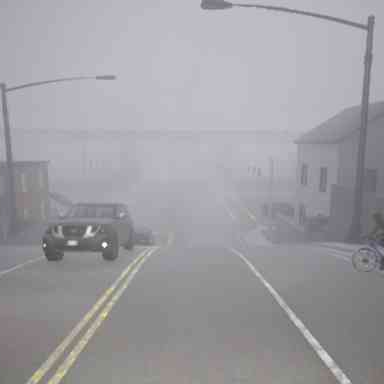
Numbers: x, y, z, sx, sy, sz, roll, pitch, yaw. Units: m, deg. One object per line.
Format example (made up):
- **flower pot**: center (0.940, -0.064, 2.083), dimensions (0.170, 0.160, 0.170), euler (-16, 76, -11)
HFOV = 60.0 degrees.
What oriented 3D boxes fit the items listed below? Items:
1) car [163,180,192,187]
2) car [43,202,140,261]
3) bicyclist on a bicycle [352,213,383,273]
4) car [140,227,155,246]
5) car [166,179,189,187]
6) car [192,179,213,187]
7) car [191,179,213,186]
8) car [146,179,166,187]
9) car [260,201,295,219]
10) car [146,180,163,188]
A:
- **car**: center (-3.183, -1.851, 72.406), dimensions (4.974, 1.542, 2.038), euler (-6, 10, -36)
- **car**: center (-3.629, 1.386, 12.793), dimensions (2.150, 2.045, 5.566), euler (0, -4, -1)
- **bicyclist on a bicycle**: center (5.132, 1.382, 8.931), dimensions (1.656, 1.620, 0.582), euler (0, 1, 1)
- **car**: center (-3.764, 3.207, 23.582), dimensions (1.882, 1.535, 5.008), euler (0, -12, -1)
- **car**: center (-3.142, -2.011, 72.414), dimensions (4.536, 1.218, 1.853), euler (-6, 10, -36)
- **car**: center (2.183, -1.970, 73.191), dimensions (4.974, 1.542, 2.038), euler (5, 10, 28)
- **car**: center (2.137, -2.130, 73.193), dimensions (4.536, 1.218, 1.853), euler (5, 10, 28)
- **car**: center (-7.830, -2.007, 72.404), dimensions (4.536, 1.218, 1.853), euler (8, 12, 43)
- **car**: center (11.653, 2.286, 42.815), dimensions (5.566, 2.045, 2.150), euler (0, 8, 1)
- **car**: center (-7.792, -1.846, 72.392), dimensions (4.974, 1.542, 2.038), euler (8, 12, 43)
